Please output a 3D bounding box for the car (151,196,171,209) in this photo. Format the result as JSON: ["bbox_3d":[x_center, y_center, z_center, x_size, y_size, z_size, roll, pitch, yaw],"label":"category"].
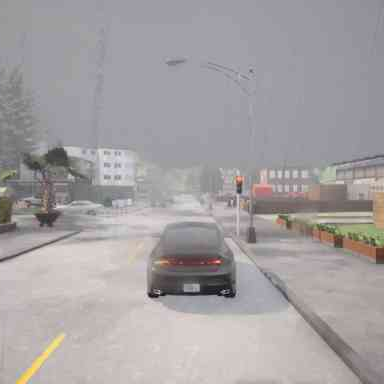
[{"bbox_3d":[-4.479,1.491,45.532,2.128,1.511,4.902,0,0,0],"label":"car"}]

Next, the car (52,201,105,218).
[{"bbox_3d":[-10.278,1.526,30.014,4.674,1.442,1.812,0,1,-9],"label":"car"}]

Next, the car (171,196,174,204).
[{"bbox_3d":[-4.583,1.478,65.106,1.882,1.535,5.008,0,0,0],"label":"car"}]

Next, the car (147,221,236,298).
[{"bbox_3d":[-0.008,1.505,8.495,1.837,1.490,4.892,0,0,0],"label":"car"}]

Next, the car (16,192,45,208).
[{"bbox_3d":[-20.111,0.986,42.178,1.905,1.878,3.866,0,0,35],"label":"car"}]
